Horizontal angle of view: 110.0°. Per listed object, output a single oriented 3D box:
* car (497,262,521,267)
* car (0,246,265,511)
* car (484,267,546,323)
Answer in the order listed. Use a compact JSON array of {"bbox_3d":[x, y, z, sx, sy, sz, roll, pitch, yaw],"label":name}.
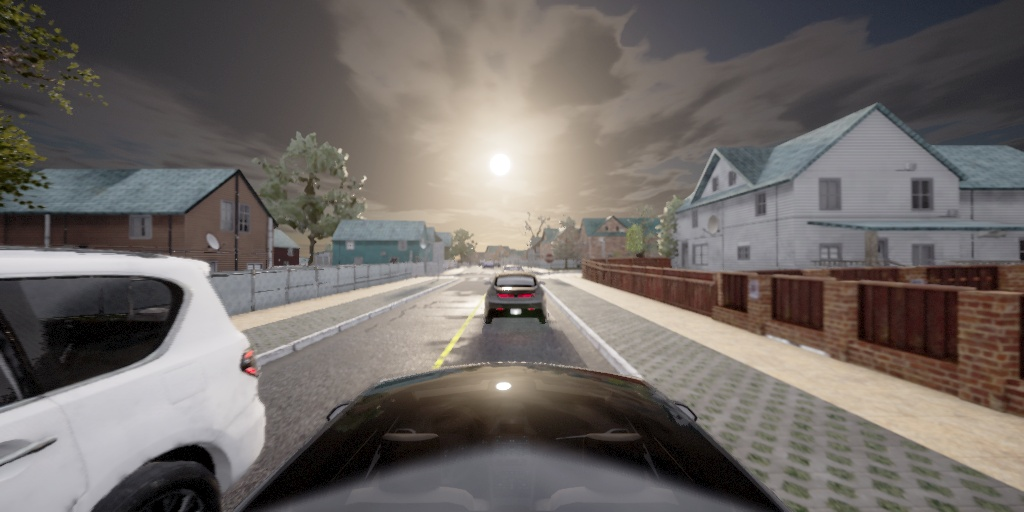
[{"bbox_3d":[0.082,1.393,27.452,2.033,1.411,5.357,0,0,-1],"label":"car"},{"bbox_3d":[-2.853,0.968,0.269,2.150,2.045,5.566,0,0,0],"label":"car"},{"bbox_3d":[0.104,1.287,12.303,1.837,1.490,4.892,0,0,0],"label":"car"}]
